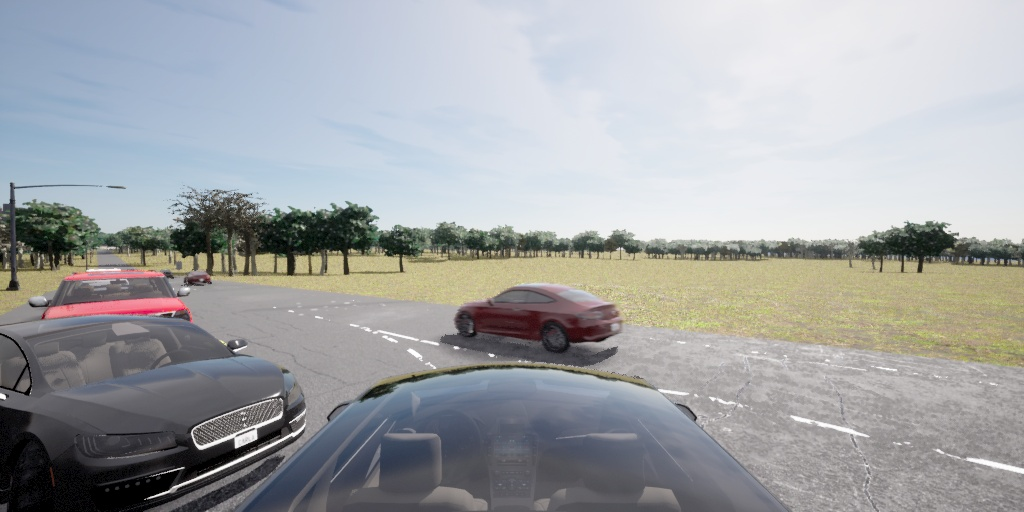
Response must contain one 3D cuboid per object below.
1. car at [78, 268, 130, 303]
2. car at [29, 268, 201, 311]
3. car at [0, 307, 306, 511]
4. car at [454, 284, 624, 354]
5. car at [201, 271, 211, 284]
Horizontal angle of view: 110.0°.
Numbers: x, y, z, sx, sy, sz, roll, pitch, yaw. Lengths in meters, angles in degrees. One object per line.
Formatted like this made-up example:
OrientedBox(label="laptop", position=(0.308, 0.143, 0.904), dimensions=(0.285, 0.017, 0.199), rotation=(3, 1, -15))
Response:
OrientedBox(label="car", position=(-28.082, 1.890, 24.687), dimensions=(5.566, 2.045, 2.150), rotation=(-2, 0, 41))
OrientedBox(label="car", position=(-9.480, 1.386, 8.621), dimensions=(5.566, 2.045, 2.150), rotation=(-2, 0, 41))
OrientedBox(label="car", position=(-4.564, 1.445, 3.981), dimensions=(4.892, 1.490, 1.837), rotation=(-3, -3, 21))
OrientedBox(label="car", position=(0.500, 1.439, 9.274), dimensions=(4.674, 1.442, 1.812), rotation=(-2, -1, 41))
OrientedBox(label="car", position=(-34.933, 2.409, 39.833), dimensions=(4.674, 1.442, 1.812), rotation=(-2, 0, 41))
